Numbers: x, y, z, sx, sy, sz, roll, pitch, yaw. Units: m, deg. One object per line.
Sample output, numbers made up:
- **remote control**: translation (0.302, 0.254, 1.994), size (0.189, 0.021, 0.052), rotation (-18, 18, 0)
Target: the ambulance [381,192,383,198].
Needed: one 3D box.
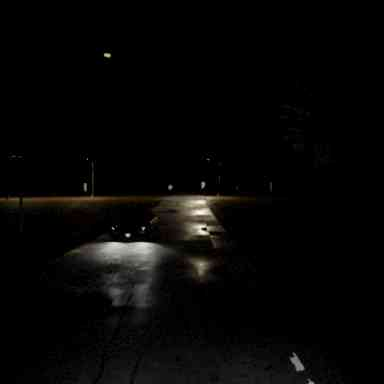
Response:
- **ambulance**: translation (39.469, 0.028, 63.156), size (6.366, 2.431, 2.351), rotation (0, -1, 0)

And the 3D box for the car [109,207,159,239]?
- **car**: translation (-2.830, 1.513, 17.362), size (2.033, 1.411, 5.357), rotation (0, 0, 0)
